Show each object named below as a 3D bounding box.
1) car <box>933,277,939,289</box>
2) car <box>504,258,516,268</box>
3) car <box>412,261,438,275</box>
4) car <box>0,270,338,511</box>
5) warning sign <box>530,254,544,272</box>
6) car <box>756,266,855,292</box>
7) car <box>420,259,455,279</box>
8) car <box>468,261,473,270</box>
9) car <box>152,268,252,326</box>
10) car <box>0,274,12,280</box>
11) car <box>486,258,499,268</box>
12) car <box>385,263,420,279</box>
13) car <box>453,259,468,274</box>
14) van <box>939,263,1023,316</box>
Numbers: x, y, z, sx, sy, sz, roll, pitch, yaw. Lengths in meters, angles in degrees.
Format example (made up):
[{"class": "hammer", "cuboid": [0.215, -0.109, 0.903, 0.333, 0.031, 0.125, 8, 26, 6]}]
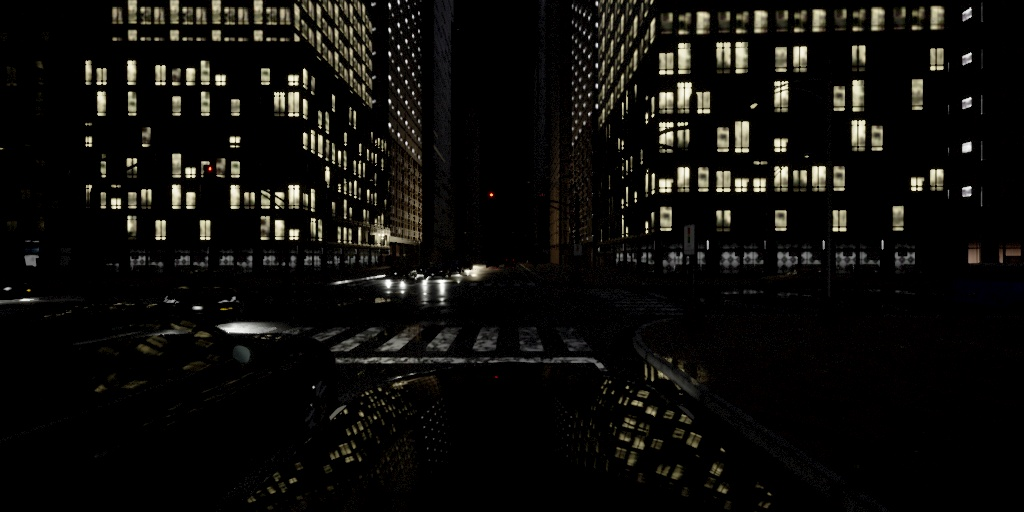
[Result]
[{"class": "car", "cuboid": [26.824, 1.356, 20.451, 4.207, 1.307, 1.802, 0, 0, 2]}, {"class": "car", "cuboid": [-0.329, 1.423, 63.793, 1.994, 1.385, 4.181, 0, 0, 0]}, {"class": "car", "cuboid": [-10.054, 1.359, 41.679, 1.994, 1.385, 4.181, 0, 0, 0]}, {"class": "car", "cuboid": [-3.154, 1.102, 2.524, 2.097, 1.767, 4.553, 0, 0, 0]}, {"class": "warning sign", "cuboid": [2.643, 0.908, 40.794, 1.300, 1.860, 1.060, 0, 0, 0]}, {"class": "car", "cuboid": [16.987, 1.292, 20.883, 4.829, 1.417, 1.751, 0, 0, 2]}, {"class": "car", "cuboid": [-6.764, 1.304, 32.923, 1.812, 1.442, 4.674, 0, 0, 0]}, {"class": "car", "cuboid": [-6.857, 1.387, 52.776, 1.994, 1.385, 4.181, 0, 0, 0]}, {"class": "car", "cuboid": [-10.382, 1.262, 12.418, 1.837, 1.490, 4.892, 5, -3, -33]}, {"class": "car", "cuboid": [-24.994, 1.321, 16.378, 4.181, 1.385, 1.994, 0, 0, 0]}, {"class": "car", "cuboid": [-3.473, 1.210, 63.616, 2.097, 1.767, 4.553, 0, 0, -1]}, {"class": "car", "cuboid": [-10.015, 1.342, 32.770, 1.994, 1.385, 4.181, 0, 0, 0]}, {"class": "car", "cuboid": [-6.817, 1.275, 42.797, 1.882, 1.535, 5.008, 0, 0, 0]}, {"class": "van", "cuboid": [18.301, 1.118, 12.718, 3.998, 1.789, 1.690, 0, 0, 2]}]
